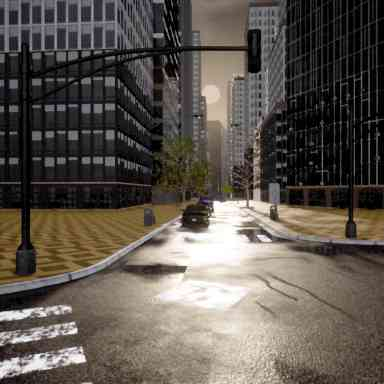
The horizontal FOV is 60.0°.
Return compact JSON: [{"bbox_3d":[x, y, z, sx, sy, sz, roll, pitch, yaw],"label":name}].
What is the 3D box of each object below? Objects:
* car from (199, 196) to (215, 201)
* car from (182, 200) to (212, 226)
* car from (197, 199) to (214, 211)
[{"bbox_3d":[1.925,1.553,45.985,2.150,2.045,5.566,0,0,4],"label":"car"},{"bbox_3d":[0.338,1.653,25.166,1.882,1.535,5.008,0,0,4],"label":"car"},{"bbox_3d":[1.116,1.776,35.356,1.812,1.442,4.674,0,0,4],"label":"car"}]
